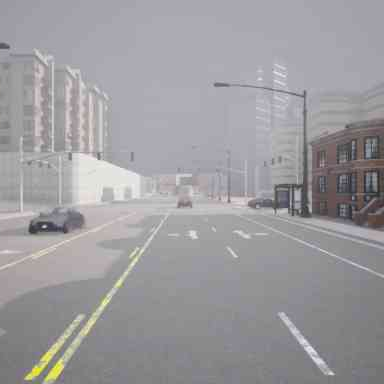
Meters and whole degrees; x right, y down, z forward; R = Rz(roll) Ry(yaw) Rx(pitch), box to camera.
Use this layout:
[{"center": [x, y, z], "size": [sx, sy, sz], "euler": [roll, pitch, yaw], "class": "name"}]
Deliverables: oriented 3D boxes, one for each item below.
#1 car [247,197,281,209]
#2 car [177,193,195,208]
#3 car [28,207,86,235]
[{"center": [9.766, 1.505, 44.019], "size": [4.892, 1.490, 1.837], "euler": [0, 0, -8], "class": "car"}, {"center": [-0.992, 1.352, 47.448], "size": [2.097, 1.767, 4.553], "euler": [0, 0, -1], "class": "car"}, {"center": [-7.477, 1.564, 18.791], "size": [1.994, 1.385, 4.181], "euler": [0, 0, -1], "class": "car"}]
